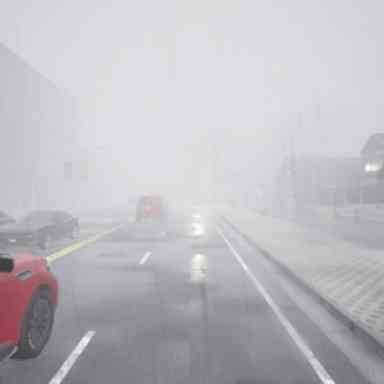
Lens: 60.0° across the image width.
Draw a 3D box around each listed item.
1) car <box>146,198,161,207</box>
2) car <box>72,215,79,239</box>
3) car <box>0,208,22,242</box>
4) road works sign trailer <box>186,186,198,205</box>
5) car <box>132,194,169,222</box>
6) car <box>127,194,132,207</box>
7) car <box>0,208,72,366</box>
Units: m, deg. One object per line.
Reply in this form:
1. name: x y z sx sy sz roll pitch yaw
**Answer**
1. car: -6.549 1.763 57.251 1.994 1.385 4.181 0 0 1
2. car: -6.601 1.530 14.732 1.882 1.535 5.008 0 0 0
3. car: -9.852 1.558 15.010 1.837 1.490 4.892 0 0 0
4. road works sign trailer: -0.007 0.691 65.396 2.380 3.560 2.880 0 0 0
5. car: -3.164 1.316 27.094 2.150 2.045 5.566 0 0 0
6. car: -9.794 1.413 57.593 2.150 2.045 5.566 0 0 1
7. car: -3.150 1.232 2.846 2.150 2.045 5.566 0 0 0
